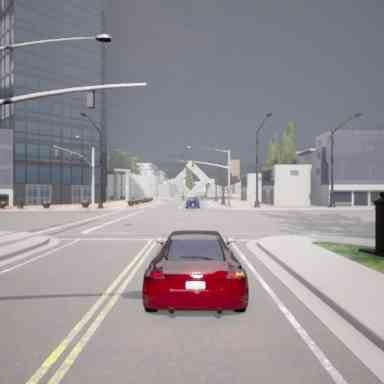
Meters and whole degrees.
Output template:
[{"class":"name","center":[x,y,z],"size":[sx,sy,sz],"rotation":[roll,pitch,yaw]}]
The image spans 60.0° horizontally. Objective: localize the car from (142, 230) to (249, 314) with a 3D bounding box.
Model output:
[{"class":"car","center":[0.074,1.563,7.695],"size":[1.994,1.385,4.181],"rotation":[0,0,0]}]

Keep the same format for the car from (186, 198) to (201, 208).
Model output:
[{"class":"car","center":[0.111,1.520,46.929],"size":[1.812,1.442,4.674],"rotation":[0,0,0]}]

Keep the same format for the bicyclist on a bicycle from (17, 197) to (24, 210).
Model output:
[{"class":"bicyclist on a bicycle","center":[-21.982,1.461,42.585],"size":[0.582,1.620,1.656],"rotation":[-1,0,0]}]
